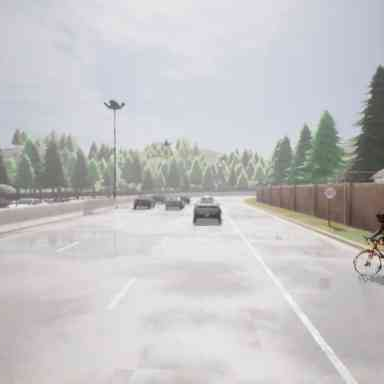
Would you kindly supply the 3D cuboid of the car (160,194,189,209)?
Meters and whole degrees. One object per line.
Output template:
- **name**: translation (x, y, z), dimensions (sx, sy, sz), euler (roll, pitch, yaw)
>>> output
- **car**: translation (-1.848, 1.151, 36.905), dimensions (2.033, 1.411, 5.357), euler (0, 1, 3)

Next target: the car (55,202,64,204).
- **car**: translation (-12.744, 1.206, 31.361), dimensions (1.994, 1.385, 4.181), euler (0, 1, 3)

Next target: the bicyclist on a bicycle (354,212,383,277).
- **bicyclist on a bicycle**: translation (4.855, 1.333, 8.247), dimensions (1.656, 1.620, 0.582), euler (0, 1, 3)

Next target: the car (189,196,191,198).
- **car**: translation (-1.215, 0.996, 49.595), dimensions (1.812, 1.442, 4.674), euler (0, 0, 4)

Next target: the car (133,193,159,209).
- **car**: translation (-5.318, 1.096, 37.590), dimensions (1.837, 1.490, 4.892), euler (0, 1, 3)

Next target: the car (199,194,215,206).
- **car**: translation (2.035, 1.074, 44.738), dimensions (2.033, 1.411, 5.357), euler (0, 1, 3)

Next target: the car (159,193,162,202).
- **car**: translation (-4.769, 0.972, 48.986), dimensions (1.837, 1.490, 4.892), euler (0, 0, 4)

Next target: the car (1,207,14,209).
- **car**: translation (-13.240, 1.315, 20.965), dimensions (1.994, 1.385, 4.181), euler (0, 1, 3)

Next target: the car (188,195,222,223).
- **car**: translation (1.080, 1.243, 23.481), dimensions (2.128, 1.511, 4.902), euler (0, 1, 3)

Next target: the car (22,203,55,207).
- **car**: translation (-12.915, 1.234, 26.130), dimensions (1.812, 1.442, 4.674), euler (0, 1, 3)
